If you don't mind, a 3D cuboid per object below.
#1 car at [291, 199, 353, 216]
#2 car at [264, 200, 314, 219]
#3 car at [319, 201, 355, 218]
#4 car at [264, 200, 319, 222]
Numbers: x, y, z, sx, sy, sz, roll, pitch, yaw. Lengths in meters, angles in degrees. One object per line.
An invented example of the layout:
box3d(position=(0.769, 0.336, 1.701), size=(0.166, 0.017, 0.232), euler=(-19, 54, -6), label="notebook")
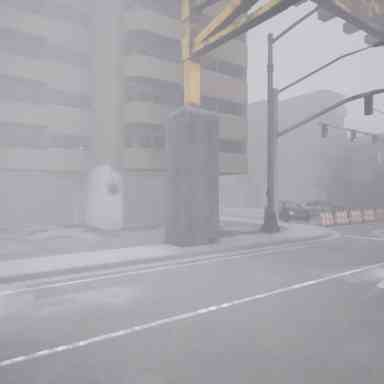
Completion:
box3d(position=(10.962, 1.288, 28.162), size=(4.536, 1.218, 1.853), euler=(0, 0, 34), label="car")
box3d(position=(7.429, 1.289, 26.020), size=(1.853, 1.218, 4.536), euler=(0, 0, -11), label="car")
box3d(position=(11.005, 1.445, 28.133), size=(4.974, 1.542, 2.038), euler=(0, 0, 34), label="car")
box3d(position=(7.439, 1.446, 25.969), size=(2.038, 1.542, 4.974), euler=(0, 0, -11), label="car")
